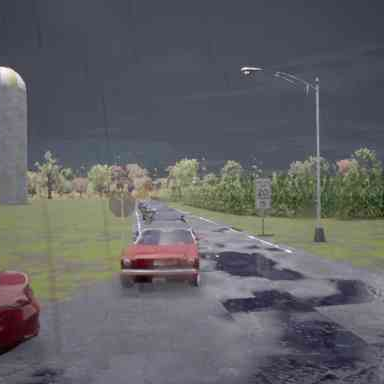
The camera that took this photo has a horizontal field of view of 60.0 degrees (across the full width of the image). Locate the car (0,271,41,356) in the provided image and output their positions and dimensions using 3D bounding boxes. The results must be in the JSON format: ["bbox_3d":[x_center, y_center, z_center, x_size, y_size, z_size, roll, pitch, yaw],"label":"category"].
[{"bbox_3d":[-4.080,1.533,3.401,4.674,1.442,1.812,0,0,-44],"label":"car"}]

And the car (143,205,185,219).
[{"bbox_3d":[-1.385,1.649,17.803,1.994,1.385,4.181,-1,0,-10],"label":"car"}]

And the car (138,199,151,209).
[{"bbox_3d":[-4.508,1.710,35.733,2.033,1.411,5.357,-1,0,-10],"label":"car"}]

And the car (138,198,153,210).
[{"bbox_3d":[-6.801,1.696,48.168,1.882,1.535,5.008,-1,0,-11],"label":"car"}]

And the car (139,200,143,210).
[{"bbox_3d":[-3.464,1.701,29.869,1.994,1.385,4.181,-1,0,-10],"label":"car"}]

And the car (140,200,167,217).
[{"bbox_3d":[-2.345,1.601,23.448,2.128,1.511,4.902,-1,0,-10],"label":"car"}]

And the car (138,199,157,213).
[{"bbox_3d":[-5.669,1.683,42.084,2.128,1.511,4.902,-1,0,-10],"label":"car"}]

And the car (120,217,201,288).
[{"bbox_3d":[-0.718,1.661,9.610,1.895,1.301,4.718,-1,0,1],"label":"car"}]
